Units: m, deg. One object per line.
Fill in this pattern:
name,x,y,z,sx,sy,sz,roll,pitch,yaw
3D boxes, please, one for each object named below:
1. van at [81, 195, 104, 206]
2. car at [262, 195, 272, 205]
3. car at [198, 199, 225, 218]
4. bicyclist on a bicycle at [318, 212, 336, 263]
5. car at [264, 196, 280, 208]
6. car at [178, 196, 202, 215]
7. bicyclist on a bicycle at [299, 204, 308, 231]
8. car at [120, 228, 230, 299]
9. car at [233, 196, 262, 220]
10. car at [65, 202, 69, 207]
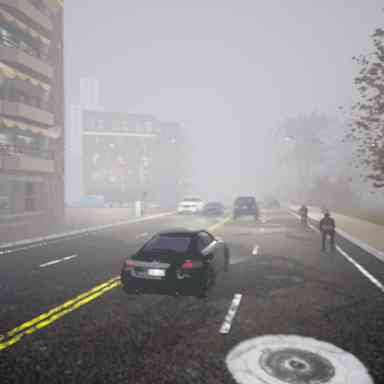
van,-17.498,1.515,58.825,3.998,1.788,1.690,1,-1,-18
car,15.979,1.614,70.645,2.150,2.045,5.566,-1,0,9
car,2.264,1.724,33.956,1.882,1.535,5.008,-1,-1,13
bicyclist on a bicycle,4.591,1.501,11.256,0.582,1.620,1.656,-1,-1,14
car,13.074,1.796,53.573,1.837,1.490,4.892,-1,-1,11
car,-0.031,1.527,38.541,2.150,2.045,5.566,-1,-1,12
bicyclist on a bicycle,6.757,1.551,20.084,0.582,1.620,1.656,-1,-1,13
car,-0.221,1.636,8.780,1.994,1.385,4.181,-1,0,14
car,5.014,1.416,30.489,2.150,2.045,5.566,-1,0,13
car,-20.383,1.685,49.084,4.206,1.307,1.802,1,-1,-18
